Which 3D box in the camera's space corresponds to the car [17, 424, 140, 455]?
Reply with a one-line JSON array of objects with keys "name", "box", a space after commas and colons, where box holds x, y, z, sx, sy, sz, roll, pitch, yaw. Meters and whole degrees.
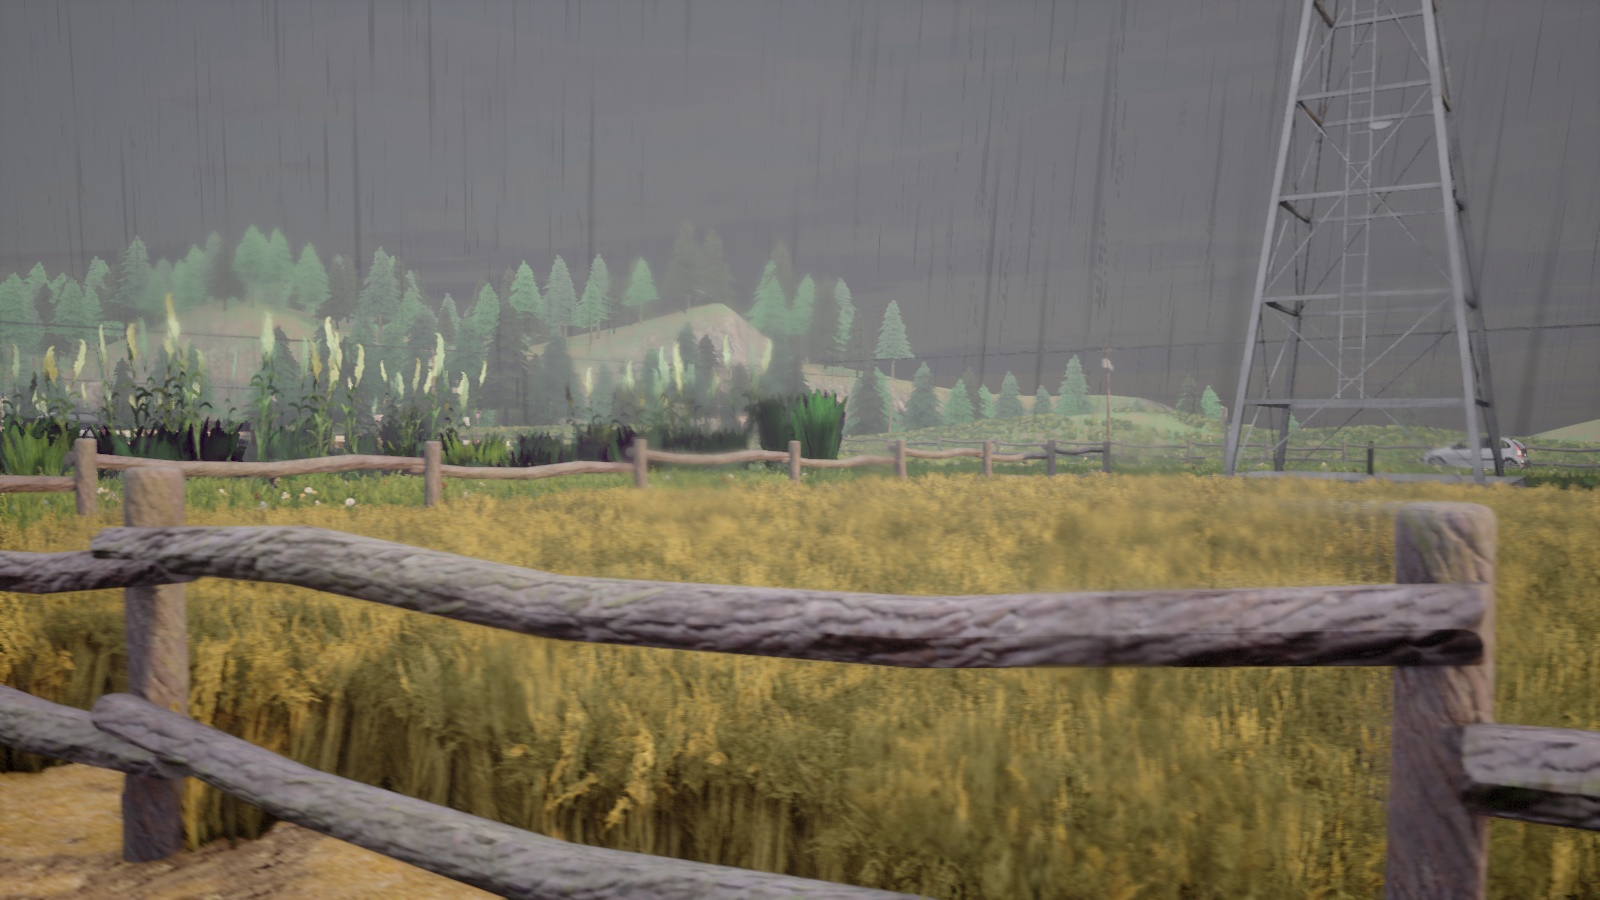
[{"name": "car", "box": [-36.340, -0.544, 63.341, 1.882, 1.535, 5.008, 0, 1, 41]}]

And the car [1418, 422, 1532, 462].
[{"name": "car", "box": [28.548, -0.355, 53.153, 3.988, 1.617, 1.851, 0, 1, 39]}]
